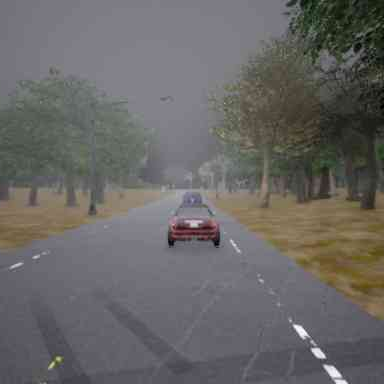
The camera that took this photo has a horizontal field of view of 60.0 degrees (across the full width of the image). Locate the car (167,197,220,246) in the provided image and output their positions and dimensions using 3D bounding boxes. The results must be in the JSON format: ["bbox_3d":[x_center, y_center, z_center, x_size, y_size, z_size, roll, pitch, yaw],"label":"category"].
[{"bbox_3d":[0.076,1.272,14.913,2.097,1.767,4.553,0,0,0],"label":"car"}]

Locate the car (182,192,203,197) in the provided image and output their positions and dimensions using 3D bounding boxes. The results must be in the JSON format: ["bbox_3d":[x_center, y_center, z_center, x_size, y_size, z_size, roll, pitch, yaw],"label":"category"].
[{"bbox_3d":[0.051,0.972,37.059,2.150,2.045,5.566,0,0,0],"label":"car"}]
